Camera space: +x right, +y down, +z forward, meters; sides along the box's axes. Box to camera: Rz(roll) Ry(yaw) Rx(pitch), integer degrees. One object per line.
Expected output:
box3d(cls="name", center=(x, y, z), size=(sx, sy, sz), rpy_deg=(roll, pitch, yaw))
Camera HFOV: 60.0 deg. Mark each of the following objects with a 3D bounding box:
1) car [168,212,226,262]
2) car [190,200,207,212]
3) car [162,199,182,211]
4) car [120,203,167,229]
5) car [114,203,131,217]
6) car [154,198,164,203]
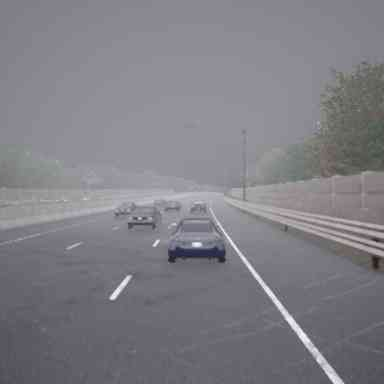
box3d(cls="car", center=(0.179, 1.662, 12.630), size=(1.994, 1.385, 4.181), rpy_deg=(0, 0, 1))
box3d(cls="car", center=(0.856, 1.790, 41.712), size=(1.812, 1.442, 4.674), rpy_deg=(0, 0, 2))
box3d(cls="car", center=(-2.486, 1.849, 45.895), size=(1.994, 1.385, 4.181), rpy_deg=(0, 0, 2))
box3d(cls="car", center=(-3.170, 1.713, 23.095), size=(2.033, 1.411, 5.357), rpy_deg=(0, 0, 1))
box3d(cls="car", center=(-6.417, 1.773, 33.600), size=(2.033, 1.411, 5.357), rpy_deg=(0, 0, 2))
box3d(cls="car", center=(-5.476, 1.823, 57.483), size=(2.128, 1.511, 4.902), rpy_deg=(0, 0, 3))
